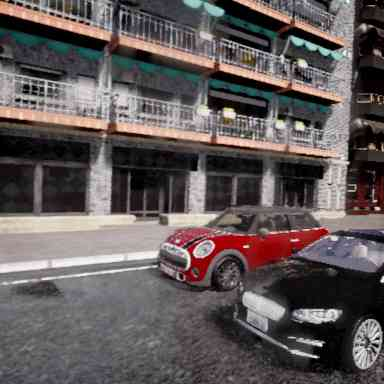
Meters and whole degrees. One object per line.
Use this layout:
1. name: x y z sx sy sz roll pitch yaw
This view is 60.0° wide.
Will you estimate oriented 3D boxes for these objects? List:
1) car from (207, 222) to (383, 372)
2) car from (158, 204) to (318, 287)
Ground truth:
1. car: 2.939 1.425 5.543 4.902 1.511 2.128 1 2 -31
2. car: 1.442 1.163 8.425 4.553 1.767 2.097 1 2 -31
